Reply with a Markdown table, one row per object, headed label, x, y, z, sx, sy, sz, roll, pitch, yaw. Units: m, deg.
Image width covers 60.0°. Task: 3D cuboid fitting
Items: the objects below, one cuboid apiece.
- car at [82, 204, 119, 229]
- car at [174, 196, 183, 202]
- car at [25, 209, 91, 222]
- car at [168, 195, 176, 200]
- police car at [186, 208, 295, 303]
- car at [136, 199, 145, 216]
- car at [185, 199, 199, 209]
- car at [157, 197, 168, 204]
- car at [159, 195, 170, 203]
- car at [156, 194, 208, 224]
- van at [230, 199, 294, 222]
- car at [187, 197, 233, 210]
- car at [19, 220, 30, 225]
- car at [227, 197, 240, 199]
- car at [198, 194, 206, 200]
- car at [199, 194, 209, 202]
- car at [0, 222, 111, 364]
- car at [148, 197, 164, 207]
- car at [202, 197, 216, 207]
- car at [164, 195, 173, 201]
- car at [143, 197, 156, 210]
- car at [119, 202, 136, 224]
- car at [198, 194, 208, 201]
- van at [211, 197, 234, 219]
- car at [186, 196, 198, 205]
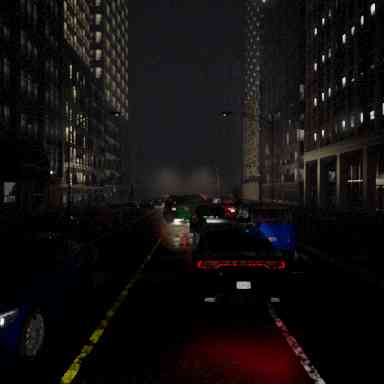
| label | x | y | z | sx | sy | sz | roll | pitch | yaw |
| --- | --- | --- | --- | --- | --- | --- | --- | --- | --- |
| car | -5.688 | 1.545 | 18.626 | 1.887 | 1.381 | 4.507 | -1 | 0 | 0 |
| car | -2.956 | 1.600 | 75.457 | 1.895 | 1.301 | 4.718 | 0 | 0 | 0 |
| car | -5.691 | 1.566 | 12.943 | 1.947 | 1.339 | 4.313 | -1 | 0 | 0 |
| car | -5.645 | 1.563 | 92.514 | 1.947 | 1.339 | 4.313 | -1 | 0 | 0 |
| police car | 0.903 | 1.426 | 8.395 | 1.930 | 1.638 | 5.238 | 0 | 0 | 0 |
| car | -5.681 | 1.583 | 29.994 | 1.802 | 1.307 | 4.206 | -1 | 0 | 0 |
| car | 0.044 | 1.601 | 46.007 | 1.895 | 1.301 | 4.718 | 0 | 0 | 1 |
| car | -5.661 | 1.582 | 64.095 | 1.802 | 1.307 | 4.206 | -1 | 0 | 0 |
| car | -5.659 | 1.440 | 69.779 | 1.967 | 1.590 | 4.097 | -1 | 0 | 0 |
| car | -0.129 | 1.221 | 24.670 | 2.150 | 2.045 | 5.566 | -1 | 0 | 24 |
| van | 2.687 | 1.341 | 12.938 | 1.690 | 1.788 | 3.998 | -1 | 0 | 0 |
| car | 0.909 | 1.351 | 18.256 | 2.097 | 1.767 | 4.553 | 0 | 0 | 0 |
| car | -5.695 | 1.551 | 7.259 | 2.008 | 1.369 | 4.403 | -1 | 0 | 0 |
| car | 2.694 | 1.316 | 24.305 | 2.192 | 1.841 | 5.009 | -1 | 0 | 0 |
| car | 2.735 | 1.437 | 92.509 | 1.967 | 1.590 | 4.097 | -1 | 0 | 0 |
| car | 2.724 | 1.314 | 75.458 | 2.192 | 1.841 | 5.009 | -1 | 0 | 0 |
| car | -2.996 | 1.526 | 5.998 | 1.812 | 1.442 | 4.674 | 0 | 0 | 0 |
| car | -5.668 | 1.551 | 52.728 | 2.008 | 1.369 | 4.403 | -1 | 0 | 0 |
| car | 2.713 | 1.551 | 52.723 | 2.008 | 1.369 | 4.403 | -1 | 0 | 0 |
| car | -5.651 | 1.524 | 80.977 | 1.752 | 1.417 | 4.829 | -1 | 0 | 0 |
| car | -5.675 | 1.551 | 41.361 | 2.008 | 1.369 | 4.403 | -1 | 0 | 0 |
| car | -5.685 | 1.551 | 24.310 | 2.008 | 1.369 | 4.403 | -1 | 0 | 0 |
| car | 2.727 | 1.314 | 81.142 | 2.192 | 1.841 | 5.009 | -1 | 0 | 0 |
| van | 2.697 | 1.342 | 29.989 | 1.690 | 1.788 | 3.998 | -1 | 0 | 0 |
| car | 0.034 | 1.492 | 59.296 | 2.128 | 1.511 | 4.902 | 0 | 0 | 0 |
